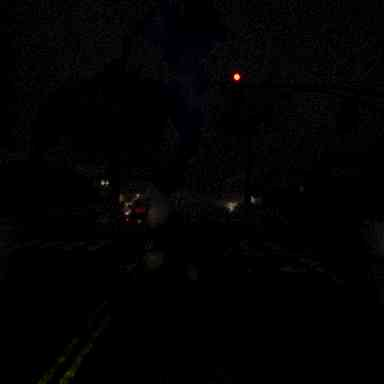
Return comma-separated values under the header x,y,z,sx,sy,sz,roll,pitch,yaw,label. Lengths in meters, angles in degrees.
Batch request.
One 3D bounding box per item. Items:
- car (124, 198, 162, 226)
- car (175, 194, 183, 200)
x,y,z,sx,sy,sz,roll,pitch,yaw,label
-3.257,1.240,22.832,2.097,1.767,4.553,0,0,0,car
-3.265,1.319,86.802,1.812,1.442,4.674,0,0,0,car
